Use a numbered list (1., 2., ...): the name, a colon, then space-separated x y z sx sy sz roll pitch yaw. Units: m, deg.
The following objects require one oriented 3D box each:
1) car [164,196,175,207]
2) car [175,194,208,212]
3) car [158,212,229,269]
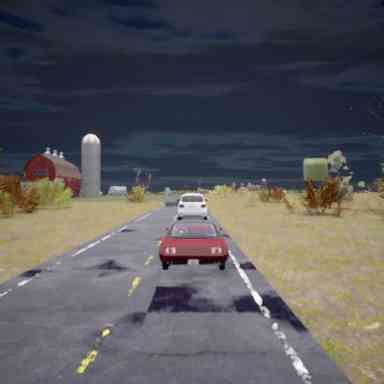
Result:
1. car: -2.855 1.358 47.877 1.837 1.490 4.892 0 0 0
2. car: 0.052 1.139 26.305 2.150 2.045 5.566 0 0 0
3. car: 0.057 1.563 10.994 1.895 1.301 4.718 0 0 0
